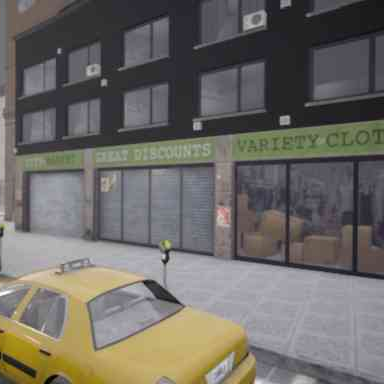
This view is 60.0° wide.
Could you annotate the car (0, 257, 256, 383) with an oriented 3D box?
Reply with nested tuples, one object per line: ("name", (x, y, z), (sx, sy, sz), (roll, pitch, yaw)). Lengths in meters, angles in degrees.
("car", (-1.643, 1.522, 4.230), (4.829, 1.417, 1.752), (0, 1, 35))
